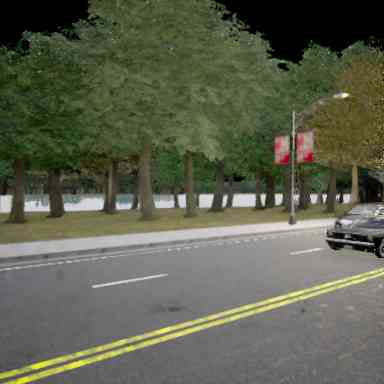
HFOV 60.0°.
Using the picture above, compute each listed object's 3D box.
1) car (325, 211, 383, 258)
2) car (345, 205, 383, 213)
[{"bbox_3d":[7.213,1.613,12.841,4.718,1.301,1.895,0,0,-36],"label":"car"},{"bbox_3d":[10.083,1.514,18.900,4.902,1.511,2.128,0,0,-36],"label":"car"}]
